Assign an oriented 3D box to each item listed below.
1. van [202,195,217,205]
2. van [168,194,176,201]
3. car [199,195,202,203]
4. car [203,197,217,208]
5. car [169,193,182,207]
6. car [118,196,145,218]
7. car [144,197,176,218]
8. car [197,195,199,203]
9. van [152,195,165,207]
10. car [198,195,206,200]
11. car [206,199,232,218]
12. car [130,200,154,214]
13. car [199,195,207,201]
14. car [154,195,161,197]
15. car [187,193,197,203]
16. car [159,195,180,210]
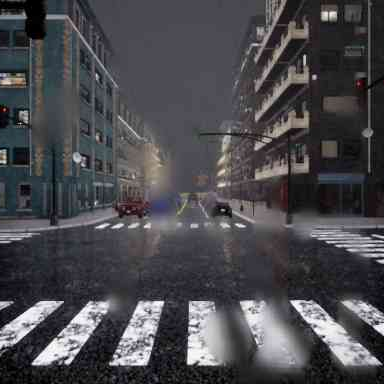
[{"bbox_3d":[2.642,1.349,46.824,1.690,1.788,3.998,0,0,0],"label":"van"},{"bbox_3d":[-5.176,1.338,85.700,1.690,1.788,3.998,0,0,0],"label":"van"},{"bbox_3d":[2.660,1.447,57.928,1.967,1.590,4.097,0,0,0],"label":"car"},{"bbox_3d":[2.633,1.591,41.272,1.802,1.307,4.206,0,0,0],"label":"car"},{"bbox_3d":[-2.755,1.229,51.075,2.150,2.045,5.566,0,0,1],"label":"car"},{"bbox_3d":[-5.265,1.324,30.180,2.192,1.841,5.009,0,0,0],"label":"car"},{"bbox_3d":[-2.804,1.486,30.118,1.882,1.535,5.008,0,0,0],"label":"car"},{"bbox_3d":[2.677,1.555,69.032,2.008,1.369,4.403,0,0,0],"label":"car"},{"bbox_3d":[-5.230,1.348,52.388,1.690,1.788,3.998,0,0,0],"label":"van"},{"bbox_3d":[2.713,1.538,91.240,1.887,1.381,4.507,0,0,0],"label":"car"},{"bbox_3d":[2.615,1.575,30.168,1.947,1.339,4.313,0,0,0],"label":"car"},{"bbox_3d":[-5.257,1.554,35.732,1.887,1.381,4.507,0,0,0],"label":"car"},{"bbox_3d":[2.704,1.541,85.688,1.887,1.381,4.507,0,0,0],"label":"car"},{"bbox_3d":[-5.239,1.553,46.836,1.887,1.381,4.507,0,0,0],"label":"car"},{"bbox_3d":[0.209,1.225,69.952,2.150,2.045,5.566,0,0,0],"label":"car"},{"bbox_3d":[-2.782,1.513,40.488,1.837,1.490,4.892,0,0,0],"label":"car"}]
